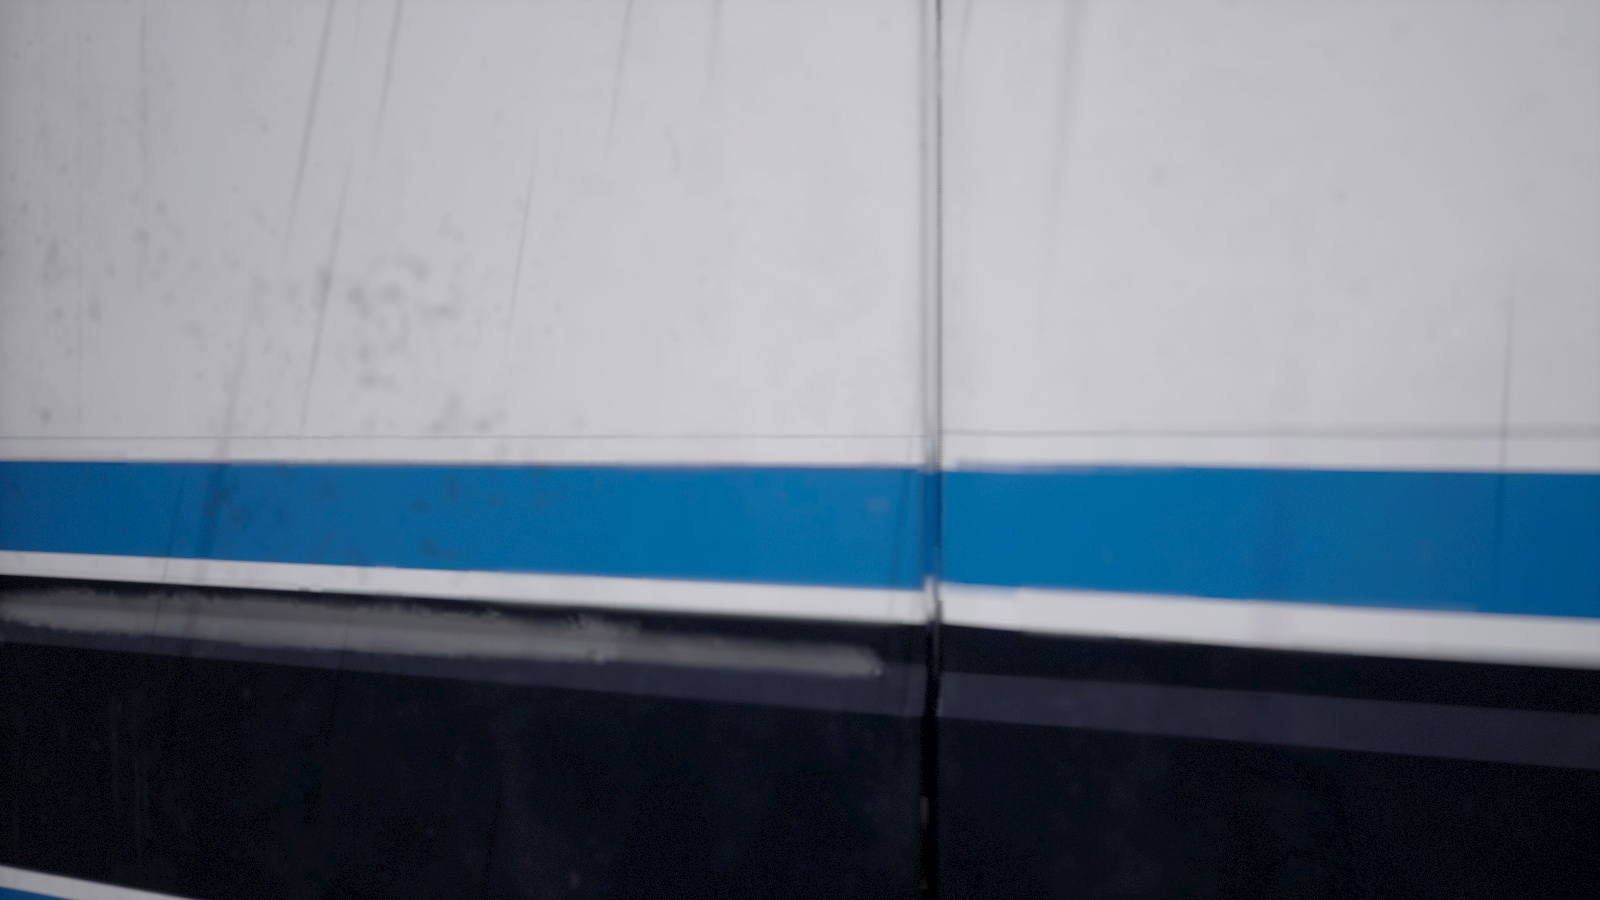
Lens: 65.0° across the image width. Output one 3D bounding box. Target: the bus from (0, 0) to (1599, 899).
[{"bbox_3d":[-0.019,-0.597,3.115,10.273,4.253,3.944,1,1,22],"label":"bus"}]
